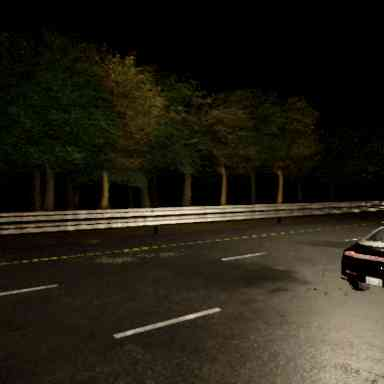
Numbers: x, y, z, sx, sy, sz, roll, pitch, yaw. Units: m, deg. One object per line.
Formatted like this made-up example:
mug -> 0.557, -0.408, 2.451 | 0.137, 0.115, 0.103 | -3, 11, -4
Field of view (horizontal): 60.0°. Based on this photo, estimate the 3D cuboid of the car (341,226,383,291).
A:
car -> 5.449, 1.494, 7.760 | 4.902, 1.511, 2.128 | 0, 0, -36
